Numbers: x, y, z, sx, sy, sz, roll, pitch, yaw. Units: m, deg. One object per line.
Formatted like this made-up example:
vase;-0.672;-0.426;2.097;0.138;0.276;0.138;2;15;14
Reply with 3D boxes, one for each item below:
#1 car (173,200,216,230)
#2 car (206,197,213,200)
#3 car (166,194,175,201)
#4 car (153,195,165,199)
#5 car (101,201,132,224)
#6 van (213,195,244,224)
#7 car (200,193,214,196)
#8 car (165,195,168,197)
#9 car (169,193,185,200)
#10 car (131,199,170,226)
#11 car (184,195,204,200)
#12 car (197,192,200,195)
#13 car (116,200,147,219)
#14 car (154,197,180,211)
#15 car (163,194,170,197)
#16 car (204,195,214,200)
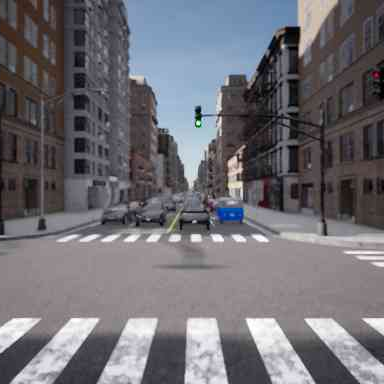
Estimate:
car;0.154;1.468;21.116;2.128;1.511;4.902;0;0;0
car;2.725;1.543;35.474;1.802;1.307;4.206;0;0;0
car;-5.189;1.325;80.941;1.967;1.590;4.097;0;0;0
car;-5.273;1.471;46.681;1.752;1.417;4.829;0;0;0
car;-5.328;1.525;24.123;2.008;1.369;4.403;0;0;0
van;2.697;1.314;24.112;1.690;1.788;3.998;0;0;0
car;2.767;1.250;52.519;2.192;1.841;5.009;0;0;0
car;-5.258;1.501;52.533;1.947;1.339;4.313;0;0;0
car;-2.598;1.447;60.062;1.812;1.442;4.674;0;0;0
car;-2.762;1.479;23.224;1.837;1.490;4.892;0;0;-1
car;0.210;1.494;45.420;2.033;1.411;5.357;0;0;0
car;2.850;1.440;86.606;1.947;1.339;4.313;0;0;0
car;-5.314;1.512;29.805;1.887;1.381;4.507;0;0;0
car;-2.739;1.524;36.484;1.994;1.385;4.181;0;0;1
car;-5.231;1.481;63.896;1.947;1.339;4.313;0;0;0
car;2.753;1.527;46.837;1.802;1.307;4.206;0;0;0
